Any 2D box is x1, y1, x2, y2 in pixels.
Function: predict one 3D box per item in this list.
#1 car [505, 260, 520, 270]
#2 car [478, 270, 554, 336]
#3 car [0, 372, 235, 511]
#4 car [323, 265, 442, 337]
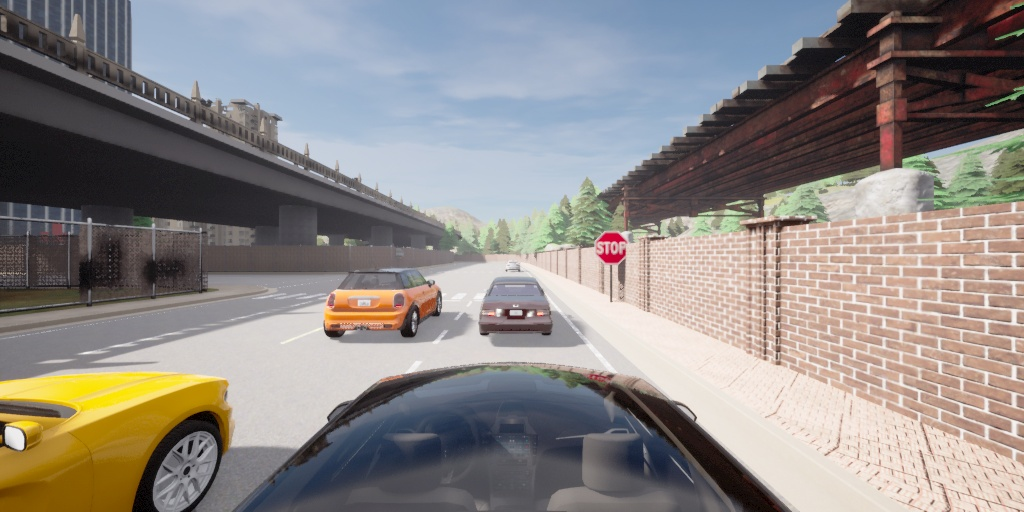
[{"bbox_3d":[0.114,1.276,46.284,1.812,1.442,4.674,0,0,-1],"label":"car"},{"bbox_3d":[0.088,1.297,10.412,2.033,1.411,5.357,0,0,0],"label":"car"},{"bbox_3d":[-3.398,1.228,1.136,1.882,1.535,5.008,0,0,0],"label":"car"},{"bbox_3d":[-3.414,1.102,10.393,2.097,1.767,4.553,0,0,0],"label":"car"}]
